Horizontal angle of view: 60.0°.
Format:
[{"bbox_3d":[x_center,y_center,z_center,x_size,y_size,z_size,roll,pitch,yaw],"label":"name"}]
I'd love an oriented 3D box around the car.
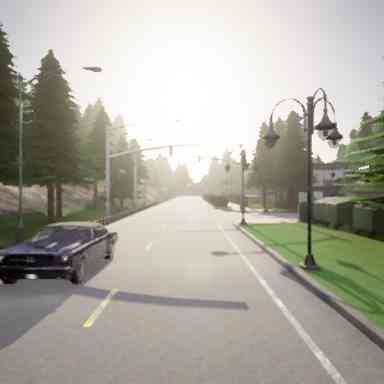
[{"bbox_3d":[-3.558,1.573,9.610,1.895,1.301,4.718,0,0,1],"label":"car"}]
